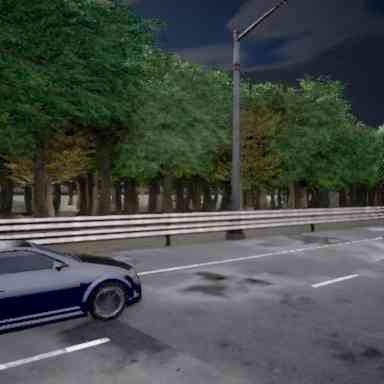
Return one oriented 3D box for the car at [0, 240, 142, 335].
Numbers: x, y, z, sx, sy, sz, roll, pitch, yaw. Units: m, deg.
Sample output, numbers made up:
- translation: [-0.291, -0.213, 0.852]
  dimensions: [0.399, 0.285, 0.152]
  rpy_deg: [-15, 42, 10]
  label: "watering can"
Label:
- translation: [-3.021, 1.571, 5.892]
  dimensions: [4.181, 1.385, 1.994]
  rpy_deg: [1, 0, -36]
  label: "car"
